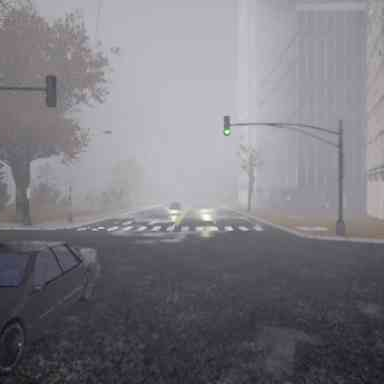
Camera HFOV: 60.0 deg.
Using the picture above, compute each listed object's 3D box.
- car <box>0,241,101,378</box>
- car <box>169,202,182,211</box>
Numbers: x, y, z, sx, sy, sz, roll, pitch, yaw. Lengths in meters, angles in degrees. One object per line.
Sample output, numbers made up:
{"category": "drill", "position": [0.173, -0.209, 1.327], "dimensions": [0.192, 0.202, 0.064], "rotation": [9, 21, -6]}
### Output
{"category": "car", "position": [-3.161, 1.647, 5.907], "dimensions": [2.033, 1.411, 5.357], "rotation": [0, -1, 1]}
{"category": "car", "position": [-2.581, 2.303, 54.036], "dimensions": [1.882, 1.535, 5.008], "rotation": [0, -1, 1]}
